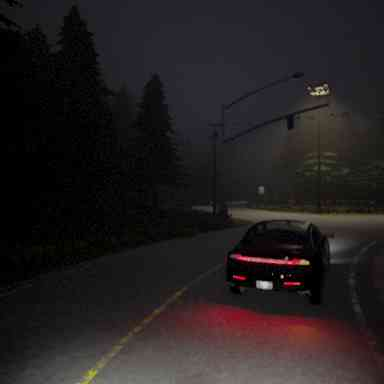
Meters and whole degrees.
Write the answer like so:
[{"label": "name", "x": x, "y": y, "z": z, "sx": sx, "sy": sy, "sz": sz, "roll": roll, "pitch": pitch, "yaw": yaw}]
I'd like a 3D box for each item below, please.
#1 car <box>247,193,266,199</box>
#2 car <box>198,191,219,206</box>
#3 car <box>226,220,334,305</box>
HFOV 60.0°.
[{"label": "car", "x": 12.273, "y": 1.020, "z": 63.337, "sx": 2.128, "sy": 1.511, "sz": 4.902, "roll": 0, "pitch": 1, "yaw": 41}, {"label": "car", "x": 2.345, "y": 0.886, "z": 46.628, "sx": 2.150, "sy": 2.045, "sz": 5.566, "roll": 0, "pitch": 0, "yaw": 14}, {"label": "car", "x": 2.295, "y": 1.426, "z": 8.125, "sx": 2.128, "sy": 1.511, "sz": 4.902, "roll": 0, "pitch": 0, "yaw": 25}]
